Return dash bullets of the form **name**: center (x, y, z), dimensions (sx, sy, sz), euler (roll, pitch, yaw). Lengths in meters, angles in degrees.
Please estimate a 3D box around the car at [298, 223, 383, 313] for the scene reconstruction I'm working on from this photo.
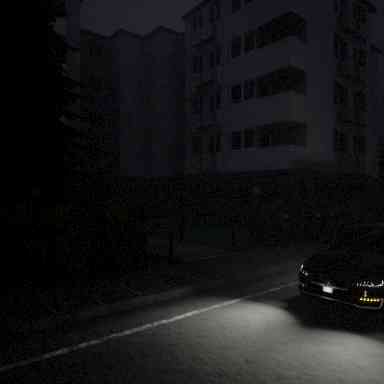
- **car**: center (4.340, 1.502, 7.512), dimensions (4.892, 1.490, 1.837), euler (0, 0, -39)
